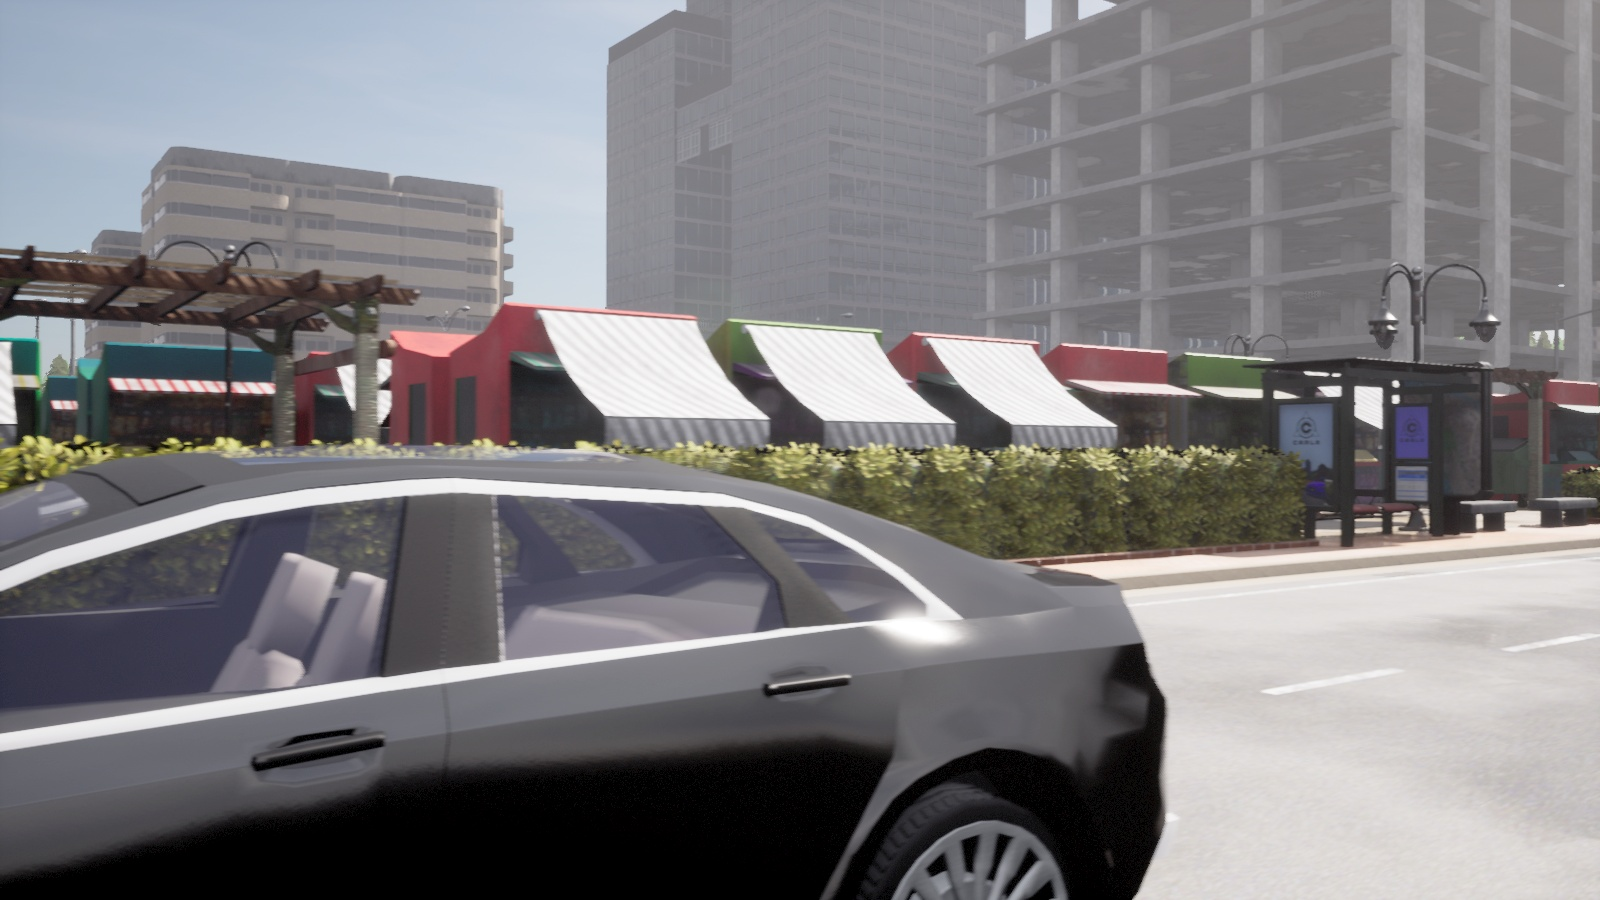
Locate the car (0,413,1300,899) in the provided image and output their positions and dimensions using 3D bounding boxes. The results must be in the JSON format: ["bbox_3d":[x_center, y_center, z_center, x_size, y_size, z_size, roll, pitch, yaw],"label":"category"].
[{"bbox_3d":[-1.316,0.711,2.745,4.902,1.511,2.128,0,0,-35],"label":"car"}]
